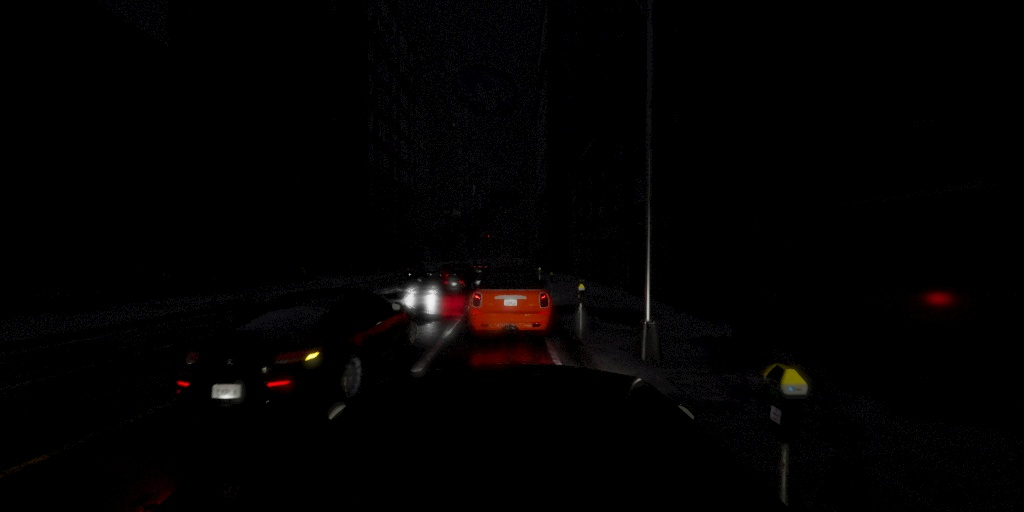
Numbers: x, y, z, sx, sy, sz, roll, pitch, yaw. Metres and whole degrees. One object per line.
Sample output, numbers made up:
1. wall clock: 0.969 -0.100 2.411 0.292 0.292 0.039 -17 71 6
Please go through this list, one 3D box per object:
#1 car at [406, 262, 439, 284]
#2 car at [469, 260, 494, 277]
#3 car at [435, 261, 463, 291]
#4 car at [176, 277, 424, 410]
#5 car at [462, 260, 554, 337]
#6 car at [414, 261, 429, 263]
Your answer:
1. car: -6.244 1.349 26.555 1.895 1.301 4.718 0 0 0
2. car: -3.048 1.242 36.539 2.128 1.511 4.902 0 0 0
3. car: -3.147 1.253 21.898 1.837 1.490 4.892 0 0 0
4. car: -3.050 1.274 6.139 1.812 1.442 4.674 0 0 0
5. car: -0.032 1.101 10.472 2.097 1.767 4.553 0 0 0
6. car: -8.909 1.189 34.934 1.967 1.591 4.097 0 0 0
